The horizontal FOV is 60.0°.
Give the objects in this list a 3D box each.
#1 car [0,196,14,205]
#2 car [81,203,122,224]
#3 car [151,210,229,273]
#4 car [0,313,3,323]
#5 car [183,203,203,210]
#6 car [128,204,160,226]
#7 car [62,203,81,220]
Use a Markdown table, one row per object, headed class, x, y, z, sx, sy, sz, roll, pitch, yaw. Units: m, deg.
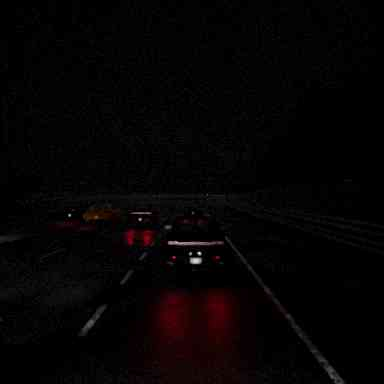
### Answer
| class | x | y | z | sx | sy | sz | roll | pitch | yaw |
| --- | --- | --- | --- | --- | --- | --- | --- | --- | --- |
| car | -24.545 | 1.572 | 41.535 | 2.150 | 2.045 | 5.566 | 0 | -1 | 1 |
| car | -6.901 | 1.674 | 26.463 | 1.882 | 1.535 | 5.008 | 0 | -1 | 0 |
| car | 0.099 | 1.543 | 10.854 | 2.128 | 1.511 | 4.902 | 0 | 0 | 0 |
| car | -3.500 | 1.608 | 2.378 | 1.895 | 1.301 | 4.718 | 0 | 0 | 0 |
| car | 0.097 | 1.789 | 33.070 | 1.812 | 1.442 | 4.674 | 0 | -1 | 0 |
| car | -3.502 | 1.672 | 24.891 | 2.128 | 1.511 | 4.902 | 0 | -1 | 0 |
| car | -10.403 | 1.745 | 30.706 | 1.837 | 1.490 | 4.892 | 0 | -1 | 0 |
